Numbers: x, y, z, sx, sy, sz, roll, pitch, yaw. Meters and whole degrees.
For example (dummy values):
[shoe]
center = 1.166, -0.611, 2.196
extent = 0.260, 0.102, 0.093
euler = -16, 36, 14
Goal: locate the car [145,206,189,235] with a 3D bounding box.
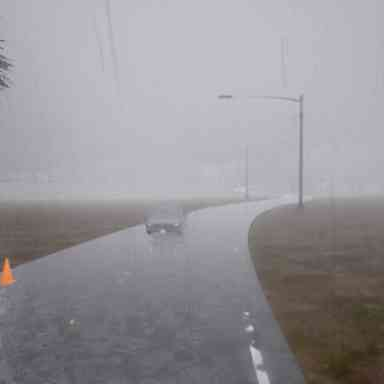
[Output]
[car]
center = -1.208, 1.472, 18.540
extent = 2.033, 1.411, 5.357
euler = 0, 1, 4

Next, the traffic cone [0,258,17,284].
[traffic cone]
center = -4.566, 1.935, 8.215
extent = 0.340, 0.580, 0.340
euler = 0, 0, 5
